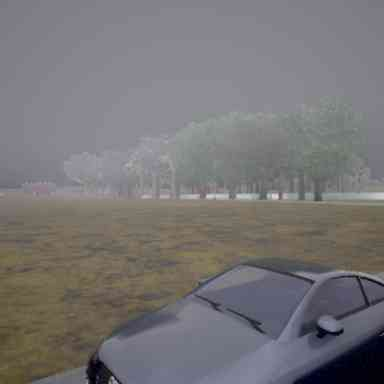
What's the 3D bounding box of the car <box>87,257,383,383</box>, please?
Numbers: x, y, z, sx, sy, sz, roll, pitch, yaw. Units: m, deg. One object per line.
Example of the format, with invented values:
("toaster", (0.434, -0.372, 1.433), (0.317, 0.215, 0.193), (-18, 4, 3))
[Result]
("car", (1.006, 1.528, 3.788), (4.181, 1.385, 1.994), (-1, 1, -36))
